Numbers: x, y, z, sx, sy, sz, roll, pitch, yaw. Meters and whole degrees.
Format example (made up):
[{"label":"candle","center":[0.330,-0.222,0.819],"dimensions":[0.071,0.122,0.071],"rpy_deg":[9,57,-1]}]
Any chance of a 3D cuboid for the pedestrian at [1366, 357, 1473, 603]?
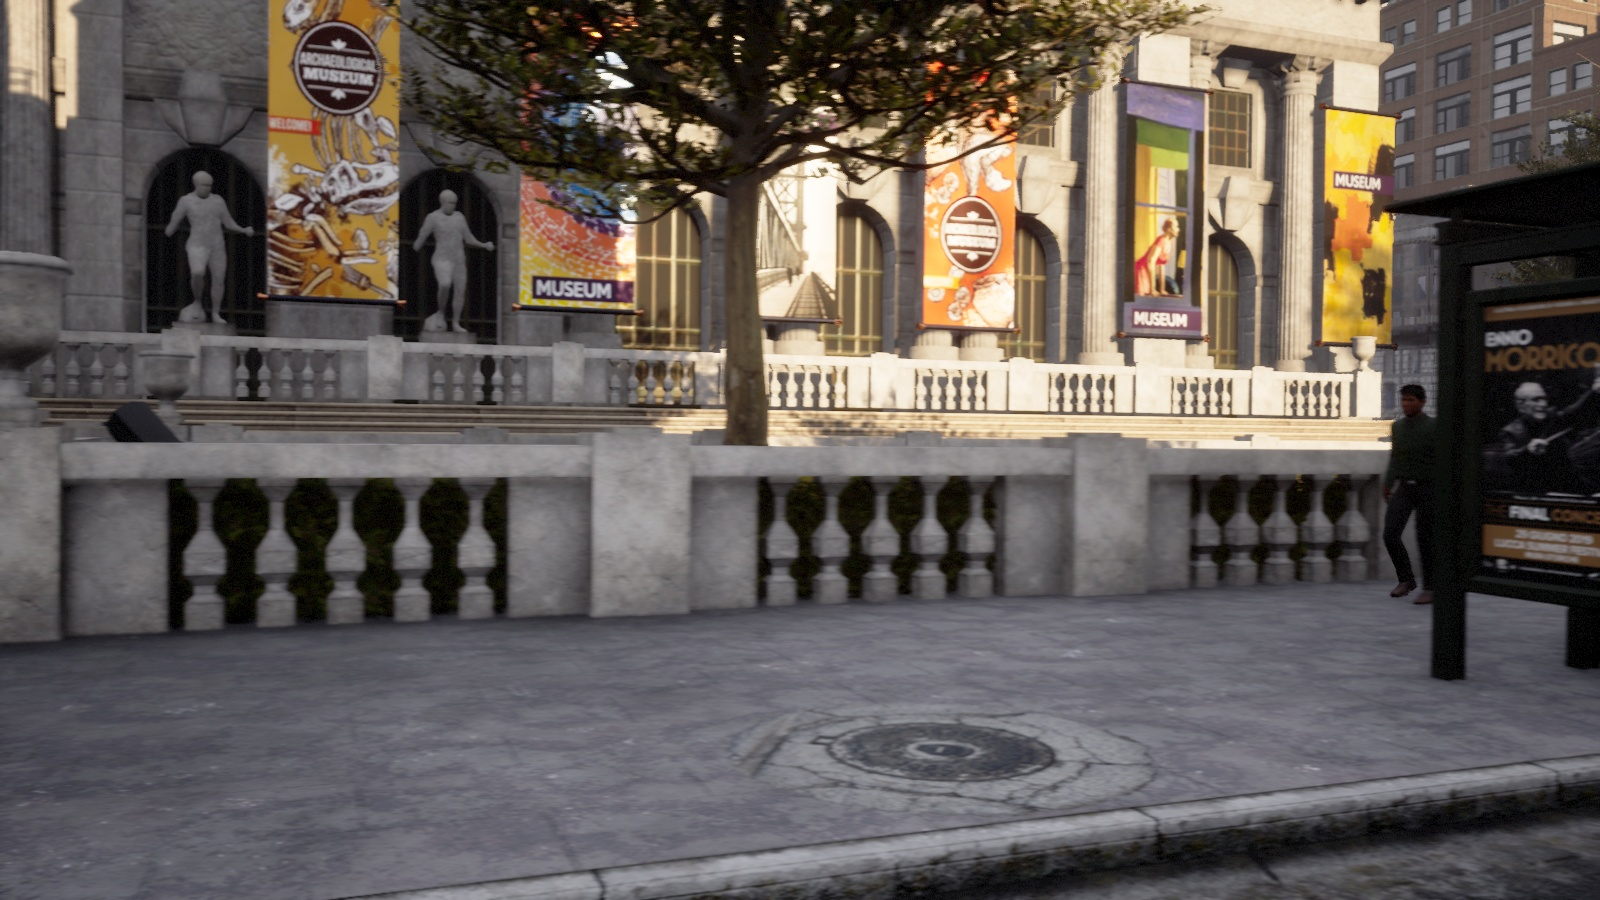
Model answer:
[{"label":"pedestrian","center":[5.106,0.231,10.346],"dimensions":[0.788,1.949,0.423],"rpy_deg":[-1,1,-30]}]
